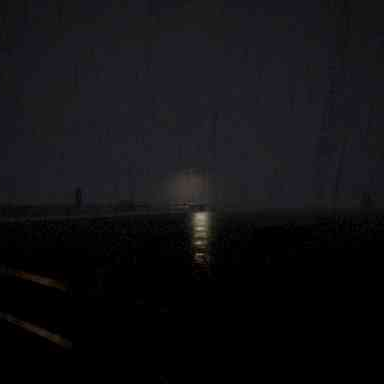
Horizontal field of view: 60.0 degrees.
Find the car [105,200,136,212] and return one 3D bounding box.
[{"bbox_3d":[-10.046,1.983,47.129,2.097,1.767,4.553,0,-1,36],"label":"car"}]

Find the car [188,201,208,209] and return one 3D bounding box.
[{"bbox_3d":[1.147,2.498,62.669,1.882,1.535,5.008,0,-1,36],"label":"car"}]
